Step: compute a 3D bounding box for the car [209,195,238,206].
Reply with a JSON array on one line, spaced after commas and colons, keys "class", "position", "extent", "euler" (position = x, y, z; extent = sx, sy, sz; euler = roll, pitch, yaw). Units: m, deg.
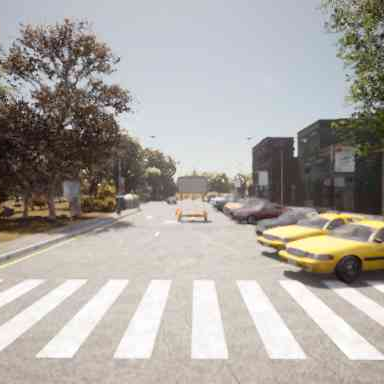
[{"class": "car", "position": [5.497, 1.488, 57.702], "extent": [4.553, 1.767, 2.185], "euler": [1, -1, -20]}]

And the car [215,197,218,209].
[{"class": "car", "position": [5.399, 1.586, 36.692], "extent": [4.674, 1.452, 2.002], "euler": [1, 0, -20]}]

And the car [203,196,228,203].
[{"class": "car", "position": [5.427, 1.692, 75.666], "extent": [5.366, 1.575, 1.946], "euler": [1, 0, -20]}]

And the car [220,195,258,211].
[{"class": "car", "position": [5.402, 1.409, 30.695], "extent": [4.553, 1.767, 2.185], "euler": [1, 0, -20]}]

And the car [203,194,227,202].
[{"class": "car", "position": [5.636, 1.475, 81.760], "extent": [5.566, 2.045, 2.435], "euler": [1, -1, -20]}]

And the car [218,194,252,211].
[{"class": "car", "position": [5.418, 1.414, 33.696], "extent": [4.553, 1.767, 2.185], "euler": [1, 0, -20]}]

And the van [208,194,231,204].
[{"class": "van", "position": [5.696, 1.445, 69.768], "extent": [4.442, 1.987, 1.878], "euler": [1, -1, -20]}]

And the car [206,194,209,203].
[{"class": "car", "position": [5.452, 1.328, 48.688], "extent": [5.566, 2.045, 2.435], "euler": [1, 0, -20]}]

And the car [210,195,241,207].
[{"class": "car", "position": [5.480, 1.476, 54.701], "extent": [4.553, 1.767, 2.185], "euler": [1, -1, -20]}]

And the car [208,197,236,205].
[{"class": "car", "position": [5.545, 1.668, 60.710], "extent": [4.674, 1.452, 2.002], "euler": [1, 0, -20]}]

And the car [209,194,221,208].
[{"class": "car", "position": [5.410, 1.301, 39.671], "extent": [5.566, 2.045, 2.435], "euler": [1, 0, -20]}]

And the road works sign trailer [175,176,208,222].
[{"class": "road works sign trailer", "position": [0.041, 0.506, 26.420], "extent": [2.380, 3.560, 2.880], "euler": [0, 0, 0]}]

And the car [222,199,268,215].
[{"class": "car", "position": [5.327, 1.558, 27.675], "extent": [4.792, 1.488, 2.163], "euler": [1, 0, -20]}]

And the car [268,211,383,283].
[{"class": "car", "position": [5.133, 1.506, 9.617], "extent": [5.366, 1.575, 1.946], "euler": [1, 0, -20]}]

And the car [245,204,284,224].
[{"class": "car", "position": [5.323, 1.518, 15.682], "extent": [4.892, 1.521, 2.231], "euler": [1, 0, -20]}]

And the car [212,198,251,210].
[{"class": "car", "position": [5.428, 1.599, 45.685], "extent": [4.792, 1.488, 2.163], "euler": [1, 0, -20]}]

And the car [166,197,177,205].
[{"class": "car", "position": [-3.873, 1.656, 64.472], "extent": [2.128, 1.511, 4.902], "euler": [0, 0, 1]}]

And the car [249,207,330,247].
[{"class": "car", "position": [5.136, 1.509, 12.618], "extent": [5.366, 1.575, 1.946], "euler": [1, 0, -20]}]

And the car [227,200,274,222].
[{"class": "car", "position": [5.344, 1.565, 24.683], "extent": [4.674, 1.452, 2.002], "euler": [1, 0, -20]}]
